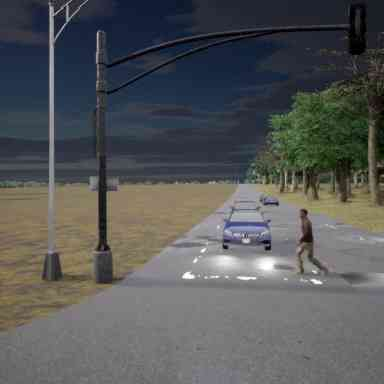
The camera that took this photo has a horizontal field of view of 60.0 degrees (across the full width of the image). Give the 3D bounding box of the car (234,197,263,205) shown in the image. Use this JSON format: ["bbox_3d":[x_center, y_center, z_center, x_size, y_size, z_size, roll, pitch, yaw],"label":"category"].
[{"bbox_3d":[3.746,1.383,23.380,1.882,1.535,5.008,0,0,9],"label":"car"}]

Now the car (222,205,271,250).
[{"bbox_3d":[2.352,1.487,14.278,1.812,1.442,4.674,0,0,10],"label":"car"}]

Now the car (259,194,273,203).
[{"bbox_3d":[12.703,1.087,57.309,1.994,1.385,4.181,0,1,9],"label":"car"}]

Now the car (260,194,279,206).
[{"bbox_3d":[11.198,1.215,47.426,1.994,1.385,4.181,0,1,7],"label":"car"}]

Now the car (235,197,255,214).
[{"bbox_3d":[5.304,1.290,33.482,1.882,1.535,5.008,0,1,9],"label":"car"}]

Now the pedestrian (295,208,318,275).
[{"bbox_3d":[3.024,1.279,8.781,0.375,1.860,0.375,-1,1,9],"label":"pedestrian"}]
